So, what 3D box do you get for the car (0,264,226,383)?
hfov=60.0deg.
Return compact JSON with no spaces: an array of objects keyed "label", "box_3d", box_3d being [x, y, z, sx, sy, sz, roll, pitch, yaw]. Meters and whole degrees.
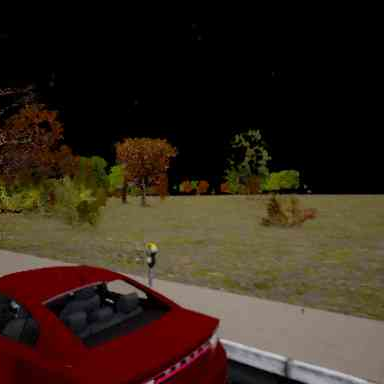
[{"label":"car","box_3d":[-1.775,1.581,3.975,4.507,1.381,1.887,-1,0,36]}]
